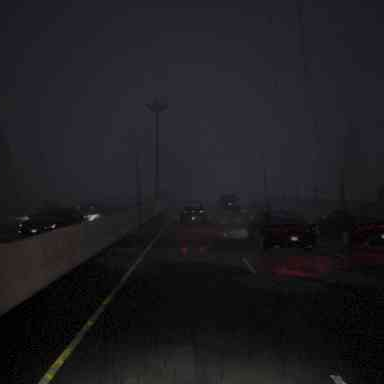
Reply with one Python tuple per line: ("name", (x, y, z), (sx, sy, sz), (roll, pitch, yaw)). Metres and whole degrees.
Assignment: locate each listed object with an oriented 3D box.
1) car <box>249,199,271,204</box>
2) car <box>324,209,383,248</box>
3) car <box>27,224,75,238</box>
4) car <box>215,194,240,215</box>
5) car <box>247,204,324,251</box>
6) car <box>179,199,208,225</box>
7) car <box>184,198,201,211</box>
("car", (7.097, 1.499, 34.639), (1.882, 1.535, 5.008), (0, 0, 0))
("car", (7.098, 1.487, 14.766), (1.882, 1.535, 5.008), (0, 0, 0))
("car", (-7.102, 1.516, 17.334), (1.837, 1.490, 4.892), (0, 0, 0))
("car", (3.597, 1.243, 34.276), (2.150, 2.045, 5.566), (0, 0, 0))
("car", (3.599, 1.486, 14.140), (1.882, 1.535, 5.008), (0, 0, 0))
("car", (0.098, 1.506, 24.010), (2.128, 1.511, 4.902), (0, 0, 0))
("car", (0.096, 1.574, 42.596), (2.033, 1.411, 5.357), (0, 0, 0))
